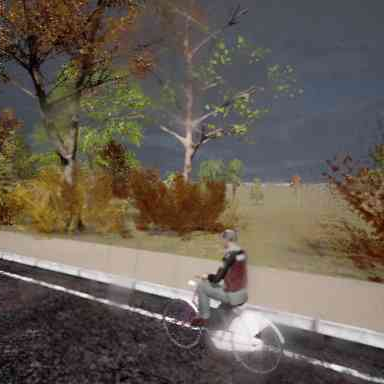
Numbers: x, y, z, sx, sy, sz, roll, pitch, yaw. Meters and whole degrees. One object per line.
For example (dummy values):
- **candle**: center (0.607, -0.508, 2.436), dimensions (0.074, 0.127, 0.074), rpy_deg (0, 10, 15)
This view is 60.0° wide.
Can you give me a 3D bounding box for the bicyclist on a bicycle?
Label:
- **bicyclist on a bicycle**: center (0.309, 1.364, 4.410), dimensions (1.843, 1.776, 0.659), rpy_deg (0, 0, 35)
